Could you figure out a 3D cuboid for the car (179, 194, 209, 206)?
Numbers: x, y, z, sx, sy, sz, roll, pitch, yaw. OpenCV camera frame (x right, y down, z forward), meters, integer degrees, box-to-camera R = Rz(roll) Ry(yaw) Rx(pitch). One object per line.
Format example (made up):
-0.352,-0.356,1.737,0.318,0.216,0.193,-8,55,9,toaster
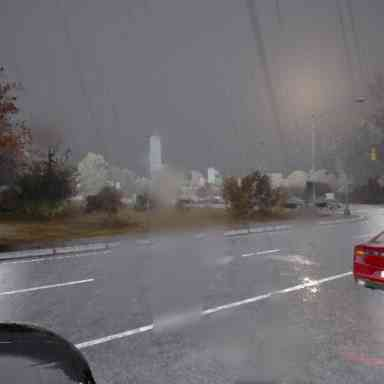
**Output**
-0.045,1.148,51.191,2.097,1.767,4.553,-1,0,-39,car

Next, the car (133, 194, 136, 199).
-10.117,1.044,63.939,1.812,1.442,4.674,-1,0,-38,car

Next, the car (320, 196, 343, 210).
14.768,1.244,38.285,2.128,1.511,4.902,-1,1,-39,car

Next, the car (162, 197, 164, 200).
-7.376,1.299,66.119,2.128,1.511,4.902,-1,0,-38,car

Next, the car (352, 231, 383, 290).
5.815,1.445,7.879,5.008,1.535,1.882,0,0,-35,car

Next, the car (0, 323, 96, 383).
-2.945,1.492,1.627,4.902,1.511,2.128,0,0,-36,car

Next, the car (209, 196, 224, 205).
3.668,1.289,52.151,1.812,1.442,4.674,-1,0,-39,car

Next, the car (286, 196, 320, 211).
11.153,1.277,37.188,2.128,1.511,4.902,-1,0,-39,car
